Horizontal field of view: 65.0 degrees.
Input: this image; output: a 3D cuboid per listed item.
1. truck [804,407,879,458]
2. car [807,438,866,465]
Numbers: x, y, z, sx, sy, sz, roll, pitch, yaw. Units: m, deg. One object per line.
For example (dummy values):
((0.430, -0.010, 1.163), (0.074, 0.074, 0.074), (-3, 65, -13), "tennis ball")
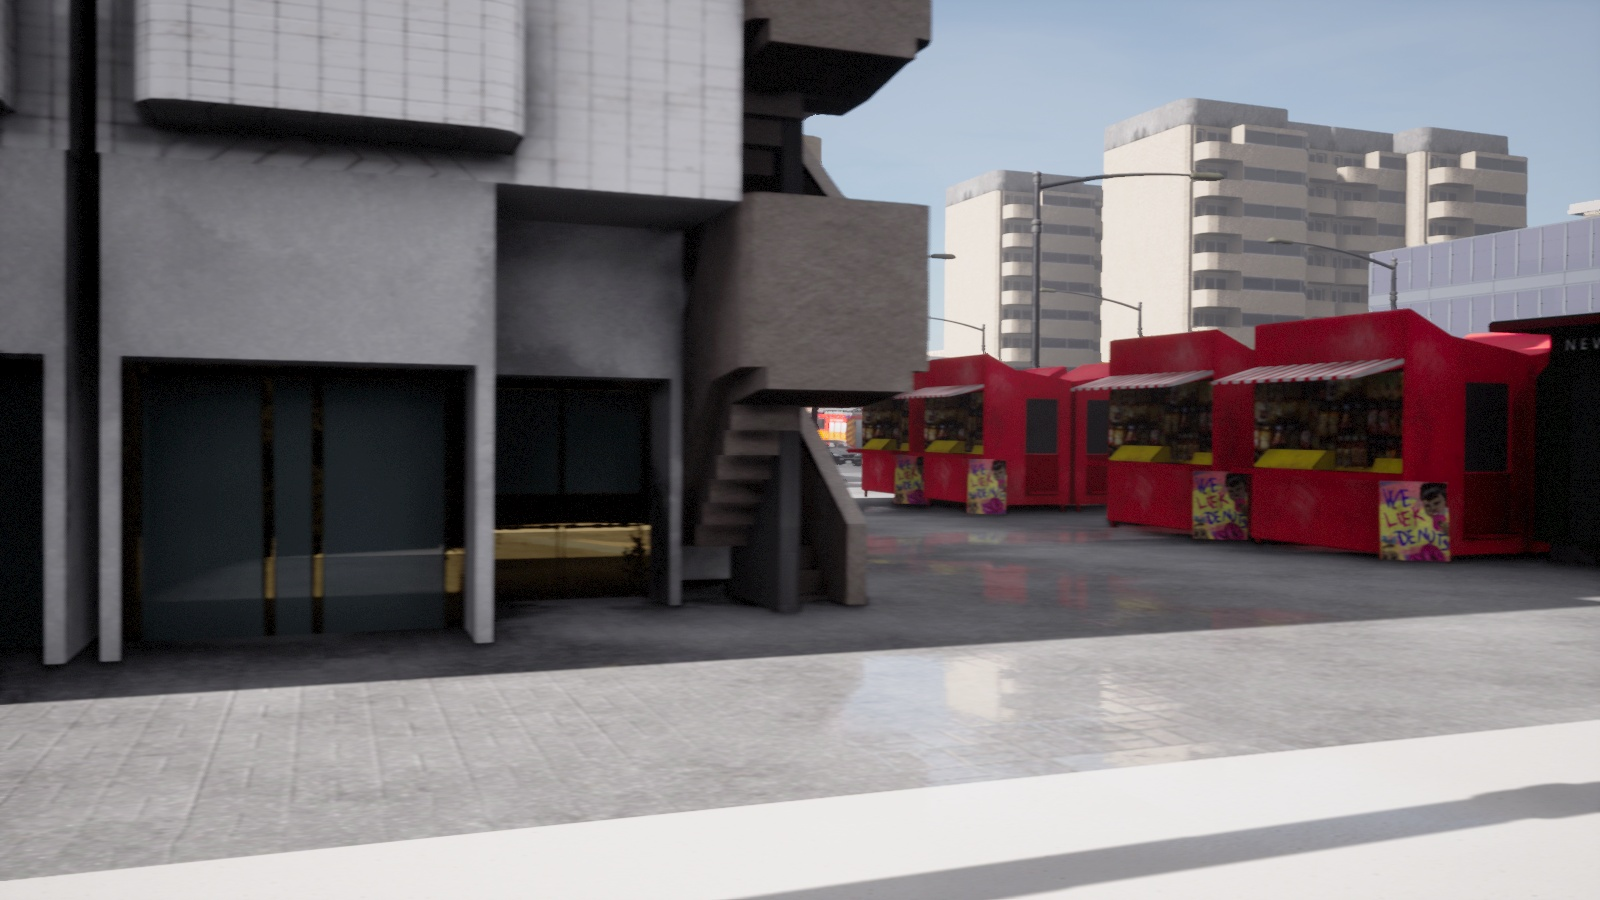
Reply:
((3.181, -1.458, 99.363), (2.891, 3.827, 8.468), (-1, 2, -21), "truck")
((2.330, 0.087, 82.018), (2.242, 1.667, 4.611), (-1, 1, -21), "car")
